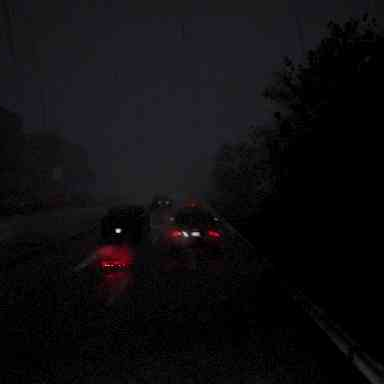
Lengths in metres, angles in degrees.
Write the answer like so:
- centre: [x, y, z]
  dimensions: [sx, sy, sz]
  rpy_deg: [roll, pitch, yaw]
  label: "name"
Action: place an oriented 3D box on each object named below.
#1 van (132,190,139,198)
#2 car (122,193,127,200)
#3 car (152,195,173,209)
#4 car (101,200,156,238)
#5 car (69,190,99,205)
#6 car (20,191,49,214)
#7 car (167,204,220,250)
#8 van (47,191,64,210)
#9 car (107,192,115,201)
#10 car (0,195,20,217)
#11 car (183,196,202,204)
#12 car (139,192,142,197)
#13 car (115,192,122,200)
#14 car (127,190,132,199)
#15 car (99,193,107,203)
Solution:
- centre: [-15.574, 0.503, 85.705]
  dimensions: [1.878, 1.987, 4.442]
  rpy_deg: [0, 0, 0]
  label: "van"
- centre: [-15.529, 0.740, 69.154]
  dimensions: [2.185, 1.767, 4.553]
  rpy_deg: [0, 0, 0]
  label: "car"
- centre: [-3.160, 1.055, 34.677]
  dimensions: [2.097, 1.767, 4.553]
  rpy_deg: [0, 0, 0]
  label: "car"
- centre: [-3.155, 1.363, 16.640]
  dimensions: [1.837, 1.490, 4.892]
  rpy_deg: [0, 1, 0]
  label: "car"
- centre: [-15.469, 0.798, 47.119]
  dimensions: [2.435, 2.045, 5.566]
  rpy_deg: [0, 0, 0]
  label: "car"
- centre: [-15.424, 1.062, 30.479]
  dimensions: [2.185, 1.767, 4.553]
  rpy_deg: [0, 0, 0]
  label: "car"
- centre: [0.094, 1.430, 13.566]
  dimensions: [2.033, 1.411, 5.357]
  rpy_deg: [0, 0, 0]
  label: "car"
- centre: [-15.439, 0.917, 35.856]
  dimensions: [1.878, 1.987, 4.442]
  rpy_deg: [0, 0, 0]
  label: "van"
- centre: [-15.500, 0.959, 58.080]
  dimensions: [2.231, 1.521, 4.892]
  rpy_deg: [0, 0, 0]
  label: "car"
- centre: [-15.409, 1.108, 24.954]
  dimensions: [2.185, 1.767, 4.553]
  rpy_deg: [0, 0, 0]
  label: "car"
- centre: [0.090, 1.164, 36.607]
  dimensions: [1.882, 1.535, 5.008]
  rpy_deg: [0, 1, 0]
  label: "car"
- centre: [-15.591, 0.711, 91.319]
  dimensions: [2.163, 1.488, 4.792]
  rpy_deg: [0, 0, 0]
  label: "car"
- centre: [-15.514, 0.786, 63.629]
  dimensions: [2.185, 1.767, 4.553]
  rpy_deg: [0, 0, 0]
  label: "car"
- centre: [-15.545, 0.859, 74.777]
  dimensions: [2.002, 1.452, 4.674]
  rpy_deg: [0, 0, 0]
  label: "car"
- centre: [-15.484, 1.004, 52.554]
  dimensions: [2.097, 1.535, 5.008]
  rpy_deg: [0, 0, 0]
  label: "car"
